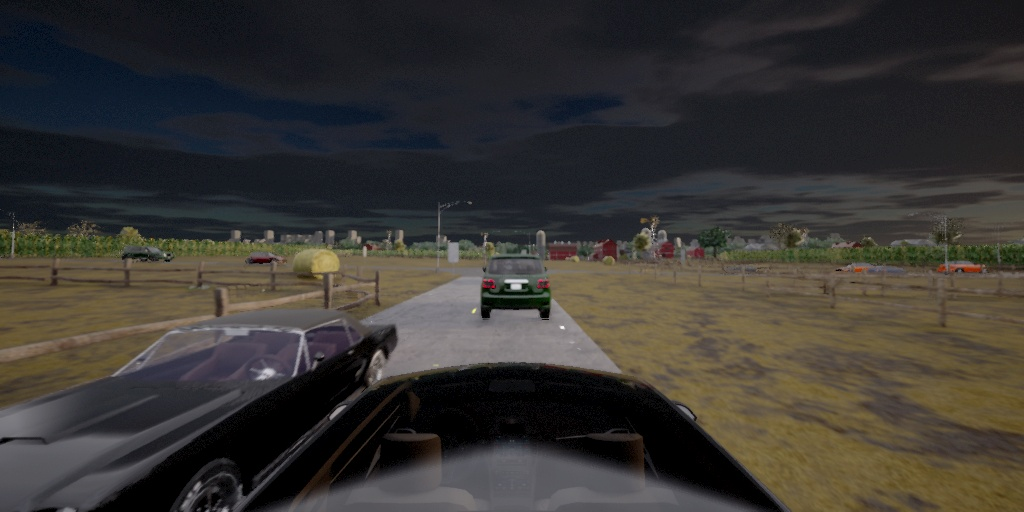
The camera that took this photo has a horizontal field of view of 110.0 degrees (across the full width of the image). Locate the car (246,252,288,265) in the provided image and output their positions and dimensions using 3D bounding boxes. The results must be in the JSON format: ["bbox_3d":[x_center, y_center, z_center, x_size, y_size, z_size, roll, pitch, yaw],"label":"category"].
[{"bbox_3d":[-31.461,0.272,46.275,4.553,1.767,2.097,1,-1,0],"label":"car"}]

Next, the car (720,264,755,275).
[{"bbox_3d":[31.284,1.839,49.544,4.674,1.442,1.812,1,-1,1],"label":"car"}]

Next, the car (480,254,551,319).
[{"bbox_3d":[0.103,0.938,12.757,2.150,2.045,5.566,0,0,0],"label":"car"}]

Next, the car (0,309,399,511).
[{"bbox_3d":[-2.847,1.343,3.844,1.895,1.301,4.718,0,0,0],"label":"car"}]
